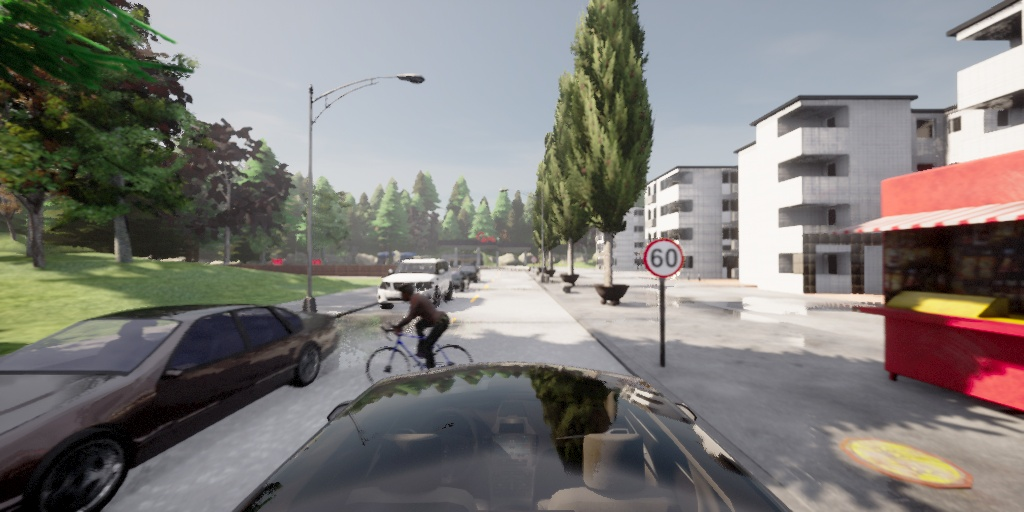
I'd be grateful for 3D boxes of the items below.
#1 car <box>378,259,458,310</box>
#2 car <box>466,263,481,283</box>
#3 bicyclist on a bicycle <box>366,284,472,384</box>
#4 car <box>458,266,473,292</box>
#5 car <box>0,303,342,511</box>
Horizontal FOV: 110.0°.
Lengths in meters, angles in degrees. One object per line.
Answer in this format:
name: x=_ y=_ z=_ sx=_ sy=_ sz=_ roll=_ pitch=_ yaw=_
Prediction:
car: x=-4.061 y=1.140 z=16.056 sx=2.150 sy=2.045 sz=5.566 roll=0 pitch=-1 yaw=0
car: x=-3.928 y=1.591 z=32.427 sx=1.882 sy=1.535 sz=5.008 roll=0 pitch=-1 yaw=1
bicyclist on a bicycle: x=-1.422 y=1.246 z=5.470 sx=1.656 sy=1.620 sz=0.582 roll=-2 pitch=-1 yaw=0
car: x=-3.941 y=1.571 z=23.471 sx=1.994 sy=1.385 sz=4.181 roll=0 pitch=-1 yaw=0
car: x=-4.093 y=1.329 z=4.352 sx=2.033 sy=1.411 sz=5.357 roll=0 pitch=-1 yaw=0
